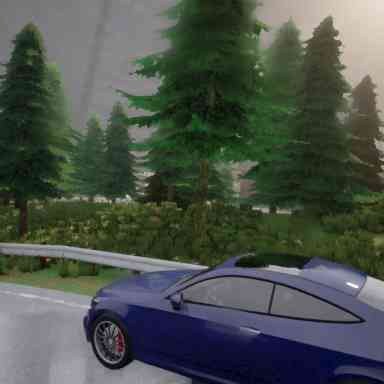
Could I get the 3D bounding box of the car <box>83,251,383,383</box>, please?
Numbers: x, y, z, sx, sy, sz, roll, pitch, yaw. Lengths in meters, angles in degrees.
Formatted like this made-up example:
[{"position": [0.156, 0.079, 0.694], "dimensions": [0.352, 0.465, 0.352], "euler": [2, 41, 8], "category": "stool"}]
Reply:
[{"position": [0.761, 1.499, 4.094], "dimensions": [4.674, 1.442, 1.812], "euler": [1, 1, 31], "category": "car"}]
